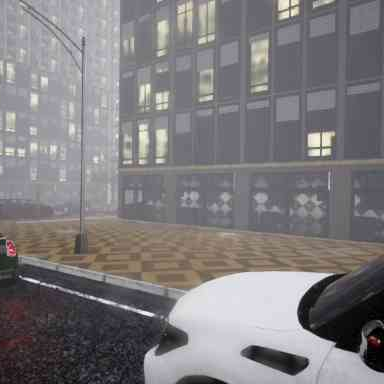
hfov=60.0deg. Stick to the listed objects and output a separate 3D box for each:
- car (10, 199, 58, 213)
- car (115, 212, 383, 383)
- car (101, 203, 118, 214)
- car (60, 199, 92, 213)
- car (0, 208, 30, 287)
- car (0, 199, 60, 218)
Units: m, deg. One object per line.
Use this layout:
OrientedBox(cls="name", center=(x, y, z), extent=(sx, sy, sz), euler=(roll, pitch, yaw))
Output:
OrientedBox(cls="car", center=(-18.712, 1.641, 39.590), extent=(1.752, 1.417, 4.829), euler=(1, 0, 36))
OrientedBox(cls="car", center=(2.232, 1.222, 2.091), extent=(5.566, 2.045, 2.150), euler=(0, 0, 36))
OrientedBox(cls="car", center=(-8.417, 1.829, 39.444), extent=(1.752, 1.417, 4.829), euler=(1, 0, 36))
OrientedBox(cls="car", center=(-14.638, 1.691, 40.743), extent=(1.837, 1.490, 4.892), euler=(1, 0, 36))
OrientedBox(cls="car", center=(-6.237, 1.348, 8.106), extent=(4.553, 1.767, 2.097), euler=(0, 0, 35))
OrientedBox(cls="car", center=(-15.199, 1.518, 30.221), extent=(2.192, 1.841, 5.009), euler=(1, 0, 36))
